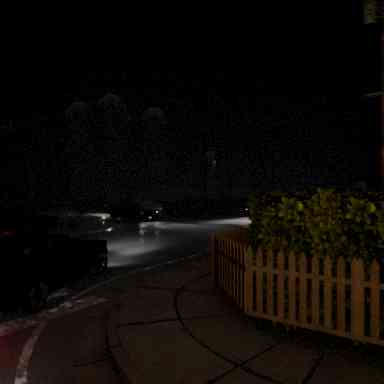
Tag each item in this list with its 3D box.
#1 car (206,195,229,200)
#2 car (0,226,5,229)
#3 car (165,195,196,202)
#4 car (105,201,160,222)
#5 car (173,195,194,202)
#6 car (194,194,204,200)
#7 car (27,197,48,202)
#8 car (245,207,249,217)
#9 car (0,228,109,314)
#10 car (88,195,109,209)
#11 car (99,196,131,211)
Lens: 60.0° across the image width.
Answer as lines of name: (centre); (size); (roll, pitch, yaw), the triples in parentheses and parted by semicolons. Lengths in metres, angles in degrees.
car: (5.141, 1.492, 58.589); (2.128, 1.511, 4.902); (0, 0, 38)
car: (-8.332, 1.562, 10.991); (4.181, 1.385, 1.994); (0, 0, -34)
car: (-1.976, 1.478, 48.441); (1.882, 1.535, 5.008); (0, 0, 35)
car: (-4.662, 1.601, 26.354); (1.895, 1.301, 4.718); (0, 0, -45)
car: (-2.036, 1.480, 80.620); (4.611, 1.667, 2.242); (0, 0, 35)
car: (0.967, 1.310, 61.565); (4.605, 1.855, 1.932); (0, 0, 35)
car: (-22.884, 1.506, 49.217); (4.193, 1.474, 1.816); (0, 0, 35)
car: (6.591, 1.601, 30.477); (1.895, 1.301, 4.718); (0, 0, 35)
car: (-3.573, 1.601, 7.652); (1.895, 1.301, 4.718); (0, 0, 7)
car: (-11.599, 1.521, 42.925); (3.905, 1.438, 1.784); (0, 0, 35)
car: (-7.958, 1.478, 37.143); (1.882, 1.535, 5.008); (0, 0, 14)
